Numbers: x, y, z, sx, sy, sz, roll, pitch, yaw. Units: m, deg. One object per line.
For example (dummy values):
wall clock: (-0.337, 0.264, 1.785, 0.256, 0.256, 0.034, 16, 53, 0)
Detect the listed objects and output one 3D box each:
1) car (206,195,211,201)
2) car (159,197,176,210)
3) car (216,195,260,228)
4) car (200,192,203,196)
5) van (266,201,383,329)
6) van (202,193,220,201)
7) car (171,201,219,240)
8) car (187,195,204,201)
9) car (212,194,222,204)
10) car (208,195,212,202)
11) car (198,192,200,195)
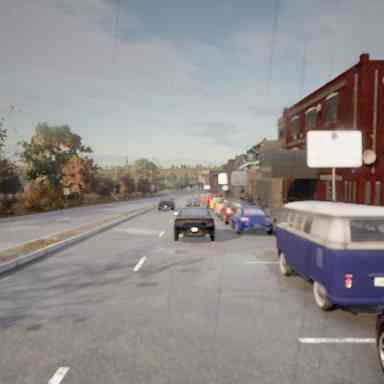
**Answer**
car: (3.241, 1.432, 40.926, 2.097, 1.535, 5.008, 0, 0, 0)
car: (-3.137, 1.457, 42.011, 1.837, 1.490, 4.892, 0, 0, 0)
car: (3.234, 1.326, 24.324, 2.185, 1.767, 4.553, 0, 0, 0)
car: (3.249, 1.281, 63.000, 2.185, 1.767, 4.553, 0, 0, 0)
van: (3.228, 1.245, 7.771, 1.878, 1.987, 4.442, 0, 0, 0)
van: (3.247, 1.187, 57.623, 1.878, 1.987, 4.442, 0, 0, 0)
car: (0.108, 1.458, 16.813, 1.882, 1.535, 5.008, 0, 0, 0)
car: (0.115, 1.497, 43.273, 2.033, 1.411, 5.357, 0, 0, 0)
car: (3.236, 1.320, 29.850, 2.185, 1.767, 4.553, 0, 0, 0)
car: (3.239, 1.440, 35.400, 2.231, 1.521, 4.892, 0, 0, 0)
car: (3.258, 1.371, 90.717, 1.946, 1.575, 5.366, 0, 0, 0)
